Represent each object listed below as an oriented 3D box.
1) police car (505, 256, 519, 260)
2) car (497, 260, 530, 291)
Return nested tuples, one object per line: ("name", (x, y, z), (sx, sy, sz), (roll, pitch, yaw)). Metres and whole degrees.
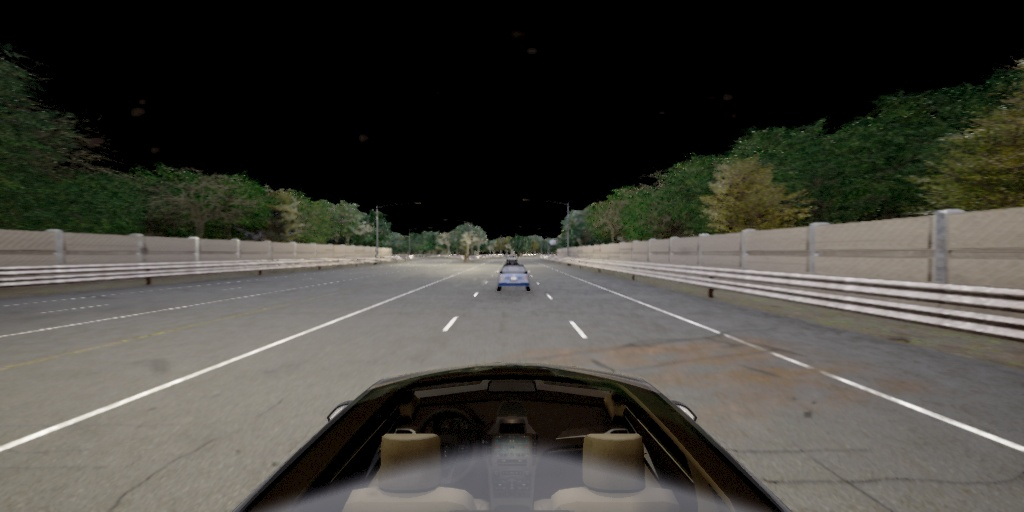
("police car", (0.018, 0.788, 52.095), (1.930, 1.638, 5.238), (0, 1, 1))
("car", (0.088, 1.157, 20.756), (2.033, 1.411, 5.357), (0, 0, 0))
